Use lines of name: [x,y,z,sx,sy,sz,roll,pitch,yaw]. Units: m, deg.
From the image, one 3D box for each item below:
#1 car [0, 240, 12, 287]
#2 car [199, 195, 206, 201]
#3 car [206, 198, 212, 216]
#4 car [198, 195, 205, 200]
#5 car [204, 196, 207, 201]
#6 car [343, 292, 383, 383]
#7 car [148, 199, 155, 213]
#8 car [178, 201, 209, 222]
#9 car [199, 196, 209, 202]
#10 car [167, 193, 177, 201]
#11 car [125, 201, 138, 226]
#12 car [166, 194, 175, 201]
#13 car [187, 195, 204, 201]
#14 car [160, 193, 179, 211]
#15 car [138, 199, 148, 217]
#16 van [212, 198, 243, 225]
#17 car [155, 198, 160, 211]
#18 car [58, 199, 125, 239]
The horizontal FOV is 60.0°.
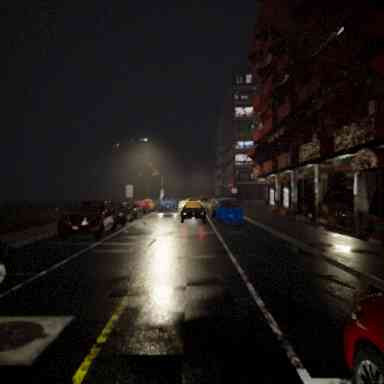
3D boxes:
car: [-5.305,1.549,6.565,2.008,1.369,4.403,1,0,0]
car: [2.592,1.558,84.044,1.802,1.307,4.206,1,0,0]
car: [2.582,1.431,29.118,1.967,1.590,4.097,1,0,0]
car: [2.595,1.539,95.366,1.947,1.339,4.313,1,0,0]
car: [2.583,1.512,40.378,1.752,1.417,4.829,1,0,0]
car: [2.577,1.315,1.393,2.192,1.841,5.009,1,0,0]
car: [-5.299,1.533,34.246,1.887,1.381,4.507,1,0,0]
car: [0.107,1.592,25.995,1.895,1.301,4.718,0,0,0]
car: [2.590,1.529,72.722,2.008,1.369,4.403,1,0,0]
car: [-5.284,1.289,89.223,2.192,1.841,5.009,1,0,0]
car: [-5.300,1.432,23.174,1.967,1.590,4.097,1,0,0]
car: [-5.286,1.416,83.569,1.967,1.590,4.097,1,0,0]
car: [0.109,1.465,40.405,1.882,1.535,5.008,0,0,0]
car: [-2.741,1.298,40.579,2.150,2.045,5.566,0,0,0]
car: [-5.300,1.541,28.710,2.008,1.369,4.403,1,0,0]
van: [2.582,1.333,23.573,1.690,1.788,3.998,1,0,0]
car: [-5.297,1.512,39.612,1.752,1.417,4.829,1,0,0]
car: [-5.300,1.309,17.637,2.192,1.841,5.009,1,0,0]
